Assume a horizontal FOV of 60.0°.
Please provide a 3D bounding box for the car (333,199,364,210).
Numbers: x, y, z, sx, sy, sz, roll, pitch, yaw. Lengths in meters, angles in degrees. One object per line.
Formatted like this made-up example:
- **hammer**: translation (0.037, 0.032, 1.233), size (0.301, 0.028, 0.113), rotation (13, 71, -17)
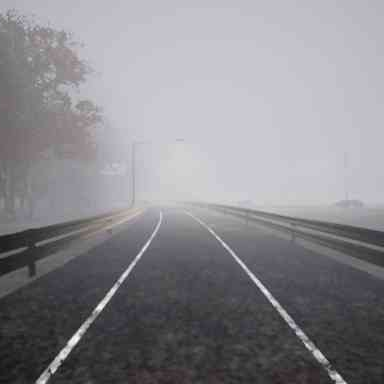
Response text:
- **car**: translation (23.946, 1.851, 51.091), size (1.837, 1.490, 4.892), rotation (0, -1, -26)

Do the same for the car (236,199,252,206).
- **car**: translation (11.866, 2.427, 76.336), size (1.837, 1.490, 4.892), rotation (0, -1, -26)
